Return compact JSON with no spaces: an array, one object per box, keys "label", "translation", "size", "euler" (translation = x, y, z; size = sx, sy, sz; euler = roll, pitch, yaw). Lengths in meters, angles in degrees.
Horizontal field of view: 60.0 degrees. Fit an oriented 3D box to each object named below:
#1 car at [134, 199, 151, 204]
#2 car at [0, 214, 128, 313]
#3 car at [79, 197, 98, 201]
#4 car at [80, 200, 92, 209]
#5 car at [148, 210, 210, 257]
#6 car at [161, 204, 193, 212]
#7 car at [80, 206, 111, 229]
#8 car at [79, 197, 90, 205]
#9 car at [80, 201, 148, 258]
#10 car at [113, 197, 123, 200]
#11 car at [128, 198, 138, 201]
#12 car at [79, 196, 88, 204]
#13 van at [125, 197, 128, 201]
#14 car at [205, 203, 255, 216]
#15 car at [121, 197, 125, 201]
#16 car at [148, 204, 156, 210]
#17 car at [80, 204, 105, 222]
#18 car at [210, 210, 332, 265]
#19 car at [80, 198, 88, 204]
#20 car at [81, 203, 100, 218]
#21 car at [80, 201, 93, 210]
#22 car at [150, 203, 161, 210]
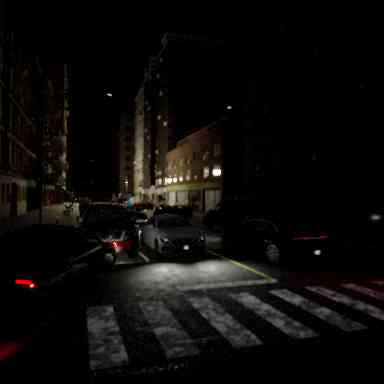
[{"label":"car","translation":[-6.689,2.071,48.035],"size":[1.887,1.381,4.507],"euler":[1,-1,-19]},{"label":"car","translation":[-3.313,1.525,8.022],"size":[2.033,1.411,5.357],"euler":[6,0,2]},{"label":"car","translation":[-14.299,1.851,45.476],"size":[1.967,1.590,4.097],"euler":[1,-1,-19]},{"label":"car","translation":[-17.931,2.074,56.234],"size":[1.947,1.339,4.313],"euler":[1,-1,-19]},{"label":"car","translation":[-0.936,1.676,13.807],"size":[1.812,1.442,4.674],"euler":[1,-1,-19]},{"label":"car","translation":[-1.244,1.925,31.892],"size":[1.887,1.381,4.507],"euler":[1,-1,-19]},{"label":"car","translation":[-7.038,1.781,23.953],"size":[1.947,1.339,4.313],"euler":[1,-1,-19]},{"label":"car","translation":[-25.191,2.014,77.758],"size":[2.192,1.841,5.009],"euler":[1,-1,-19]},{"label":"car","translation":[-3.404,1.431,13.197],"size":[2.192,1.841,5.009],"euler":[1,-1,-19]},{"label":"car","translation":[-15.761,2.082,74.942],"size":[2.192,1.841,5.009],"euler":[1,-1,-19]},{"label":"car","translation":[-8.503,2.015,53.417],"size":[1.967,1.590,4.097],"euler":[1,-1,-19]},{"label":"car","translation":[-28.822,2.108,88.518],"size":[2.192,1.841,5.009],"euler":[1,-1,-19]},{"label":"van","translation":[-10.316,1.965,58.799],"size":[1.690,1.788,3.998],"euler":[1,-1,-19]},{"label":"car","translation":[2.388,1.596,21.133],"size":[2.192,1.841,5.009],"euler":[1,-1,-19]},{"label":"car","translation":[-12.134,2.223,64.177],"size":[2.008,1.369,4.403],"euler":[1,-1,-19]},{"label":"car","translation":[-4.363,1.792,23.959],"size":[2.033,1.411,5.357],"euler":[1,-1,-19]},{"label":"car","translation":[-8.853,1.809,29.334],"size":[1.887,1.381,4.507],"euler":[1,-1,-19]},{"label":"car","translation":[2.892,1.667,12.507],"size":[2.128,1.511,4.902],"euler":[1,-1,-25]},{"label":"car","translation":[-26.954,2.270,82.973],"size":[1.752,1.417,4.829],"euler":[1,-1,-19]},{"label":"car","translation":[-10.669,1.896,34.714],"size":[1.802,1.307,4.206],"euler":[1,-1,-19]},{"label":"car","translation":[-16.116,2.042,50.854],"size":[1.802,1.307,4.206],"euler":[1,-1,-19]},{"label":"car","translation":[-3.060,2.011,37.272],"size":[1.802,1.307,4.206],"euler":[1,-1,-19]}]
